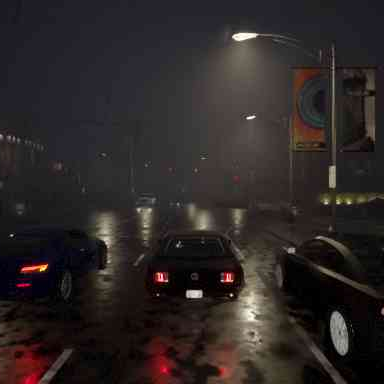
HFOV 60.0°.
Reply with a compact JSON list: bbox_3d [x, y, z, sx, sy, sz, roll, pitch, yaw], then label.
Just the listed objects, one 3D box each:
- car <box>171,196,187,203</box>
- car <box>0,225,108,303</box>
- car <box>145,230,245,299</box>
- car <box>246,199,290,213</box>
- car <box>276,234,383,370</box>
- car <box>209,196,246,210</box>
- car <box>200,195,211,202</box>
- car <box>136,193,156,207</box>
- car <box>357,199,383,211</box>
[{"bbox_3d":[-2.692,1.525,69.212,1.812,1.442,4.674,0,0,23],"label":"car"},{"bbox_3d":[-3.434,1.526,8.052,1.812,1.442,4.674,0,0,0],"label":"car"},{"bbox_3d":[0.069,1.601,8.375,1.895,1.301,4.718,0,0,1],"label":"car"},{"bbox_3d":[8.787,1.525,37.322,4.674,1.442,1.812,0,0,12],"label":"car"},{"bbox_3d":[2.904,1.480,5.910,2.097,1.535,5.008,0,0,0],"label":"car"},{"bbox_3d":[4.974,1.601,43.382,4.718,1.301,1.895,0,0,39],"label":"car"},{"bbox_3d":[4.235,1.540,79.624,2.033,1.411,5.357,0,0,40],"label":"car"},{"bbox_3d":[-6.870,1.220,50.462,2.150,2.045,5.566,0,0,3],"label":"car"},{"bbox_3d":[22.424,1.526,40.107,4.674,1.442,1.812,0,0,-1],"label":"car"}]
